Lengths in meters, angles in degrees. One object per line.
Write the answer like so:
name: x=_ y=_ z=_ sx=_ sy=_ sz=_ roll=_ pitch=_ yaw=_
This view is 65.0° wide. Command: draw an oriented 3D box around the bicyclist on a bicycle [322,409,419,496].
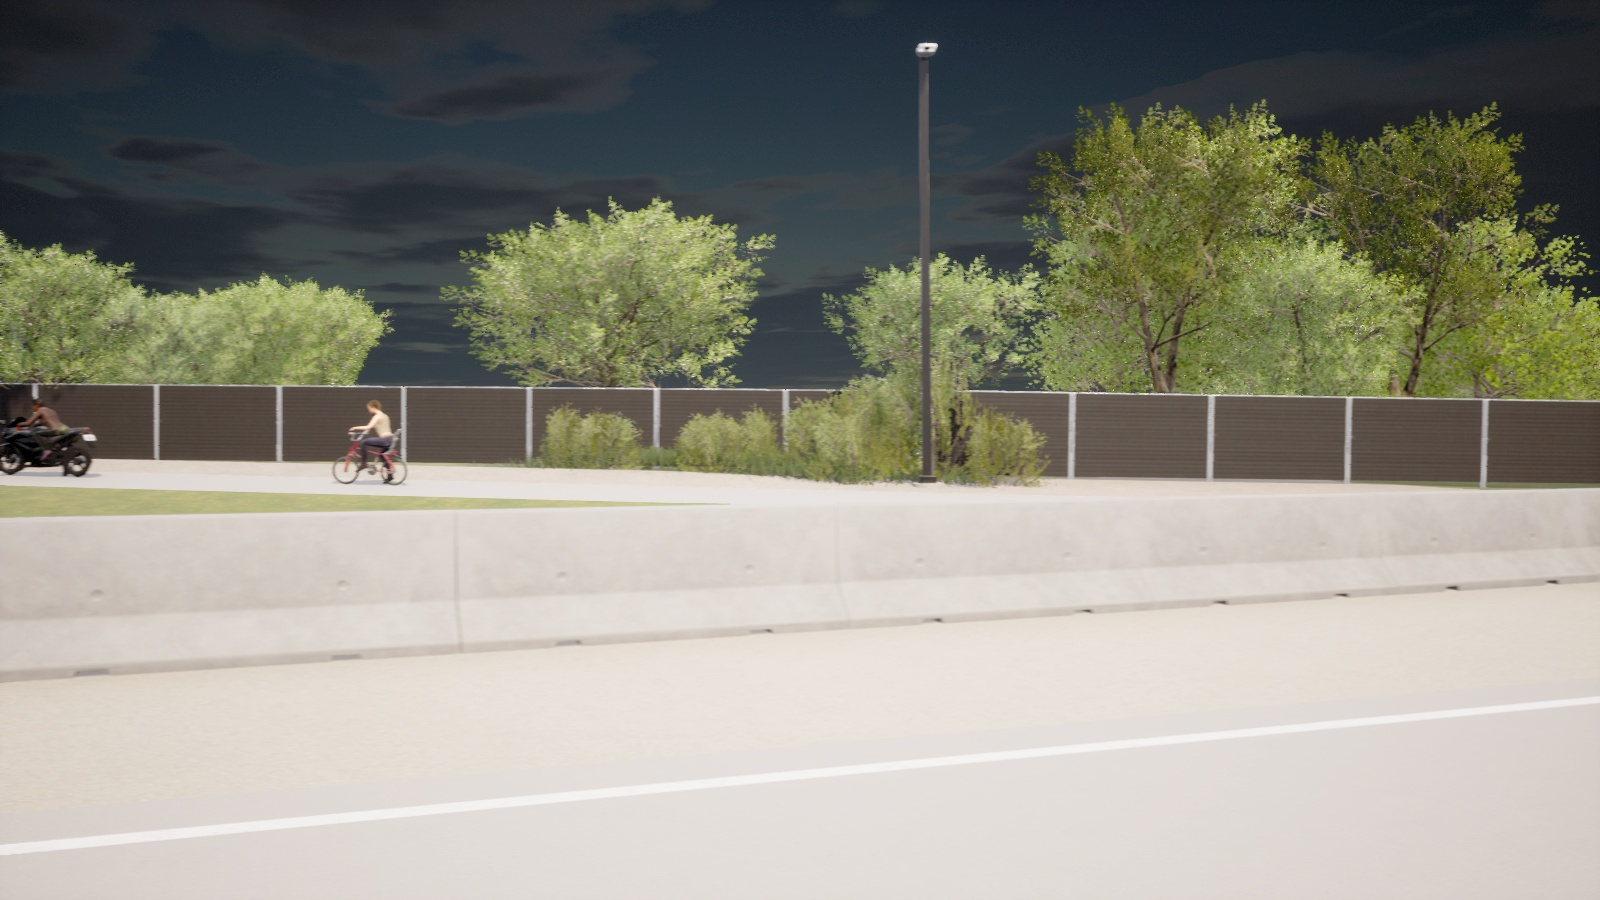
bicyclist on a bicycle: x=-8.134 y=0.036 z=23.821 sx=1.509 sy=1.612 sz=0.866 roll=0 pitch=2 yaw=6

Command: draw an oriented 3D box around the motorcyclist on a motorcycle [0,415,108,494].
motorcyclist on a motorcycle: x=-14.745 y=0.078 z=24.533 sx=2.044 sy=1.523 sz=0.797 roll=0 pitch=2 yaw=6
